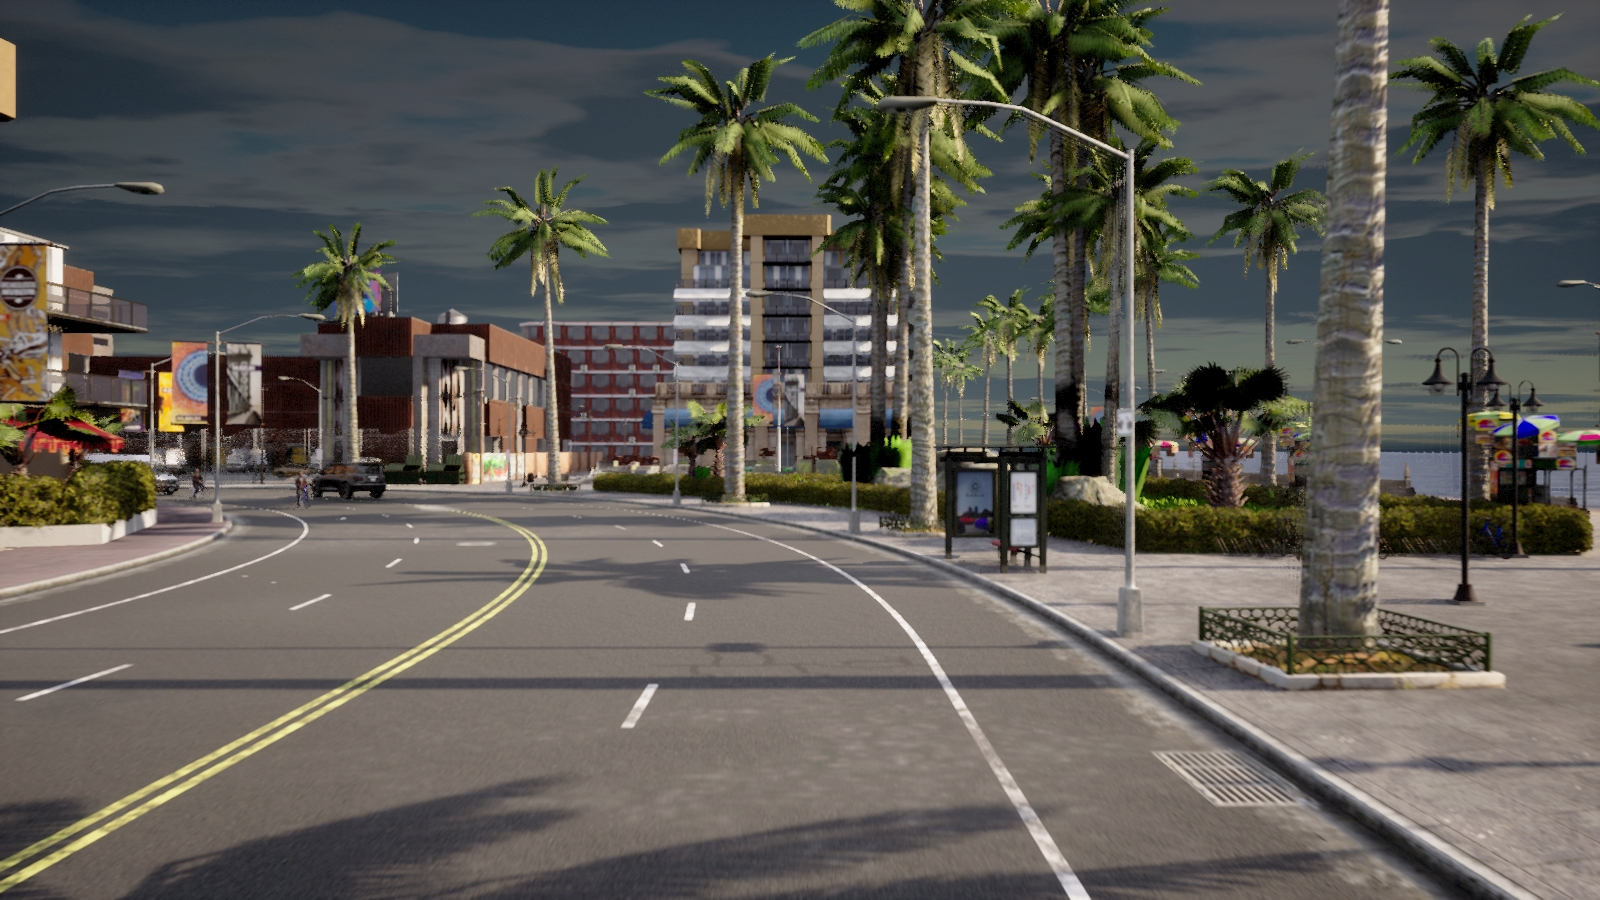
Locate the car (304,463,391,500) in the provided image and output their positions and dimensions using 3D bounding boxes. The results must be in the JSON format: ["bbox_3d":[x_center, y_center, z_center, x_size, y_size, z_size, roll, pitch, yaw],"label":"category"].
[{"bbox_3d":[-26.348,1.780,66.450,5.566,2.045,2.150,0,0,38],"label":"car"}]

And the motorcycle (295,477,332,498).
[{"bbox_3d":[-28.383,2.182,66.702,1.805,1.236,0.856,0,0,-1],"label":"motorcycle"}]
